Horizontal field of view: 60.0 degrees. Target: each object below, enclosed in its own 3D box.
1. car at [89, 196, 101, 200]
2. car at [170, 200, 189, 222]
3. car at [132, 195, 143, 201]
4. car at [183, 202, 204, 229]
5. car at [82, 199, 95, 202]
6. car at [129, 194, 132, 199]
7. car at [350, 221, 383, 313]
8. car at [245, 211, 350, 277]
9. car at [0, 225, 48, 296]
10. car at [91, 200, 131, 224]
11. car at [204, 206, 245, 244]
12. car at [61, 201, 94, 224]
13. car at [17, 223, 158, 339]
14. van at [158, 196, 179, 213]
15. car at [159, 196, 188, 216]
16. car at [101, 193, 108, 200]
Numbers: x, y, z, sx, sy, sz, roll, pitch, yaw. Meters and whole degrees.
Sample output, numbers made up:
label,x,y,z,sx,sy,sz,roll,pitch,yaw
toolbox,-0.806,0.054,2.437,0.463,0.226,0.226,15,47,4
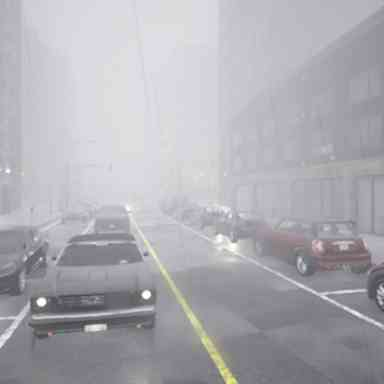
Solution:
label,x,y,z,sx,sy,sz,roll,pitch,yaw
car,-11.024,1.437,35.407,1.967,1.590,4.097,0,0,-13
car,-0.247,1.560,26.548,1.947,1.339,4.313,0,0,-13
car,-12.795,1.455,80.034,1.967,1.590,4.097,0,0,-14
car,0.987,1.546,21.164,2.008,1.369,4.403,0,0,-13
car,-9.790,1.563,30.022,1.947,1.339,4.313,0,0,-13
car,-15.562,1.607,91.000,1.802,1.307,4.206,0,0,-14
car,4.688,1.437,5.012,1.967,1.590,4.097,0,0,-13
car,3.454,1.436,10.396,1.967,1.590,4.097,0,0,-13
car,-4.853,1.566,8.479,1.947,1.339,4.313,0,0,-13
car,-4.639,1.475,19.490,1.882,1.535,5.008,0,0,-13
car,2.221,1.546,15.780,2.008,1.369,4.403,0,0,-13
car,-8.556,1.580,24.636,1.802,1.307,4.206,0,0,-13
car,-1.851,1.600,6.832,1.895,1.301,4.718,0,0,-13
van,-2.714,1.334,37.316,1.690,1.788,3.998,0,0,-13
car,-1.480,1.309,31.932,2.192,1.841,5.009,0,0,-13
car,-23.830,1.469,88.923,1.967,1.590,4.097,0,0,-14
